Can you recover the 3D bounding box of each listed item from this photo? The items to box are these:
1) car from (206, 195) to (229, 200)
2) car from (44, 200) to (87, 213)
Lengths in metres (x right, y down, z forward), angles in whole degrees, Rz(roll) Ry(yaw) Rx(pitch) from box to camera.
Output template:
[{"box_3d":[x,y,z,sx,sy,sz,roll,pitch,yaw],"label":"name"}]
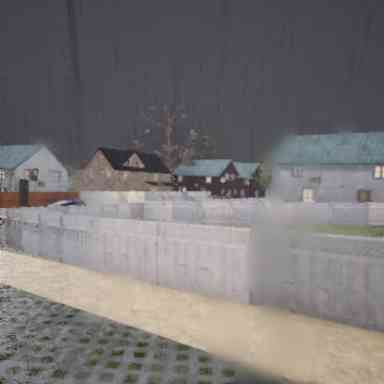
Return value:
[{"box_3d":[3.974,1.224,51.966,2.128,1.511,4.902,4,3,38],"label":"car"},{"box_3d":[-9.708,1.392,27.601,1.882,1.535,5.008,4,2,32],"label":"car"}]
